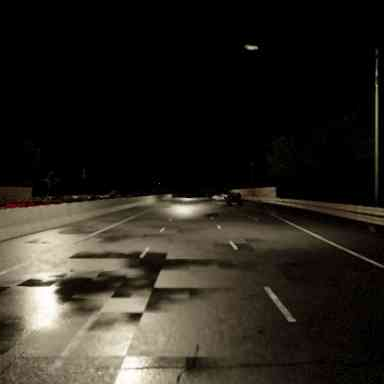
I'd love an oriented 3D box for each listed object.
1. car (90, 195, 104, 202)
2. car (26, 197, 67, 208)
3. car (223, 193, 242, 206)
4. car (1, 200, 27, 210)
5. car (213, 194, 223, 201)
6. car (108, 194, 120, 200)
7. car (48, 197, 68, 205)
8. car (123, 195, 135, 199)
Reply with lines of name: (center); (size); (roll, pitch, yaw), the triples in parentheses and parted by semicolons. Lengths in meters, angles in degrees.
car: (-21.022, 1.434, 73.535); (2.033, 1.411, 5.357); (0, 0, 0)
car: (-14.097, 1.524, 32.923); (1.812, 1.442, 4.674); (0, 0, 0)
car: (6.983, 1.141, 55.155); (2.150, 2.045, 5.566); (0, 0, 0)
car: (-17.593, 1.524, 34.164); (1.812, 1.442, 4.674); (0, 0, 0)
car: (6.975, 1.616, 82.678); (1.895, 1.301, 4.718); (0, 0, 0)
car: (-17.522, 1.231, 74.570); (1.837, 1.490, 4.892); (0, 0, 0)
car: (-24.527, 1.564, 61.042); (1.994, 1.385, 4.181); (0, 0, 0)
car: (-14.022, 1.271, 74.572); (2.033, 1.411, 5.357); (0, 0, 0)
